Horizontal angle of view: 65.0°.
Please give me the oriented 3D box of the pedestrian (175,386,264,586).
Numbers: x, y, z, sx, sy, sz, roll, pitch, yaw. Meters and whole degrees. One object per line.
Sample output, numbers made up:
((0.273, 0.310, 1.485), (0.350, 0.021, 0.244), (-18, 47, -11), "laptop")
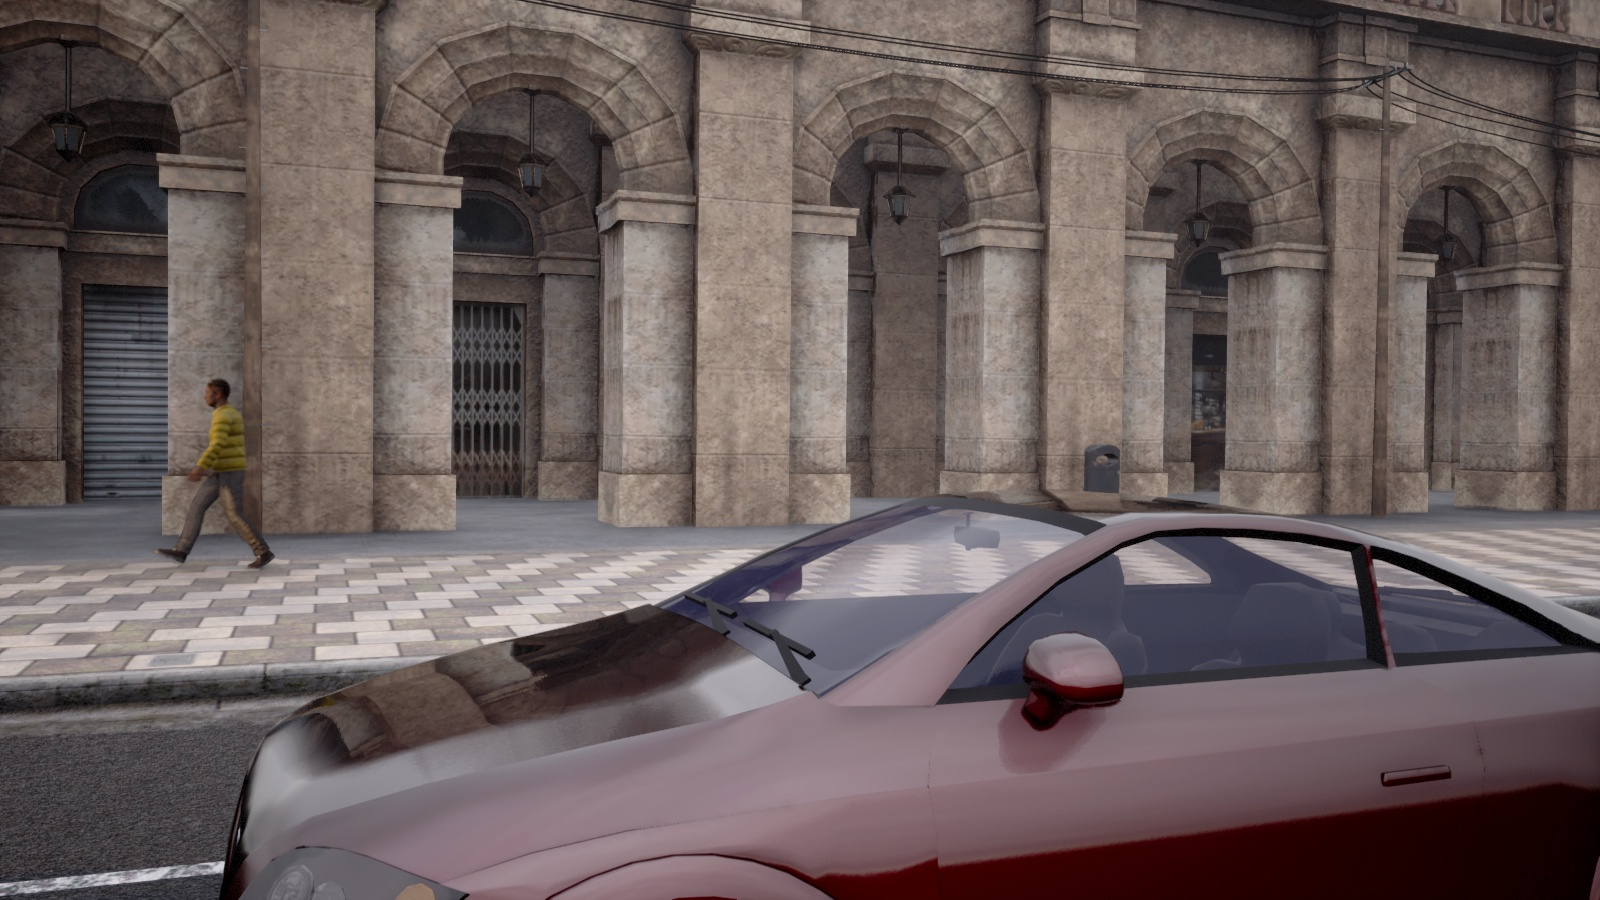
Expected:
((-5.480, 0.321, 11.882), (0.709, 1.840, 0.431), (-1, 1, -21), "pedestrian")

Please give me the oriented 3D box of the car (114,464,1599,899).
((0.624, 0.798, 3.482), (4.181, 1.385, 1.994), (-1, 1, -21), "car")
